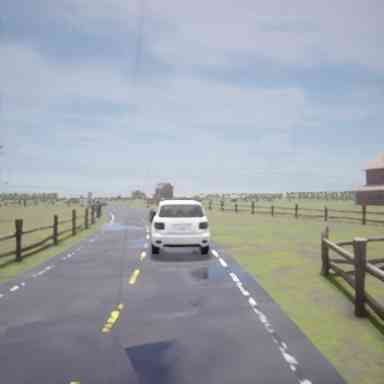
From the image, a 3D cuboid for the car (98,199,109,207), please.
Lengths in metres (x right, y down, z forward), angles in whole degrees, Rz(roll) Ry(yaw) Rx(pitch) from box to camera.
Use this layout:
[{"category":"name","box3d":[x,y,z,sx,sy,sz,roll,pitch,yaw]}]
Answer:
[{"category":"car","box3d":[-17.607,2.180,65.335,1.837,1.490,4.892,1,0,-22]}]

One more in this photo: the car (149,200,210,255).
[{"category":"car","box3d":[-0.588,1.362,14.168,2.150,2.045,5.566,0,0,-5]}]

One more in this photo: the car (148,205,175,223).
[{"category":"car","box3d":[-2.777,1.909,29.250,1.895,1.301,4.718,0,-1,-11]}]
